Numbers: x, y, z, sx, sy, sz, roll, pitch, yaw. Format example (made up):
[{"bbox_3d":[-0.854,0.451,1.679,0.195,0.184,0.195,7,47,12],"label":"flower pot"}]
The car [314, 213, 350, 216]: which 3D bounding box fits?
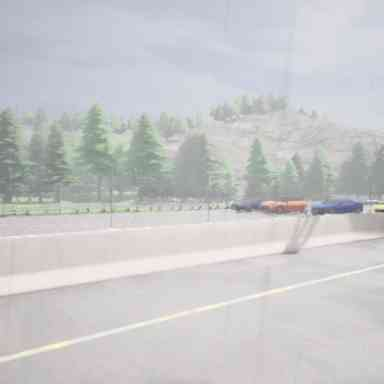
[{"bbox_3d":[12.215,1.271,27.971,5.008,1.535,1.882,0,1,-28],"label":"car"}]
